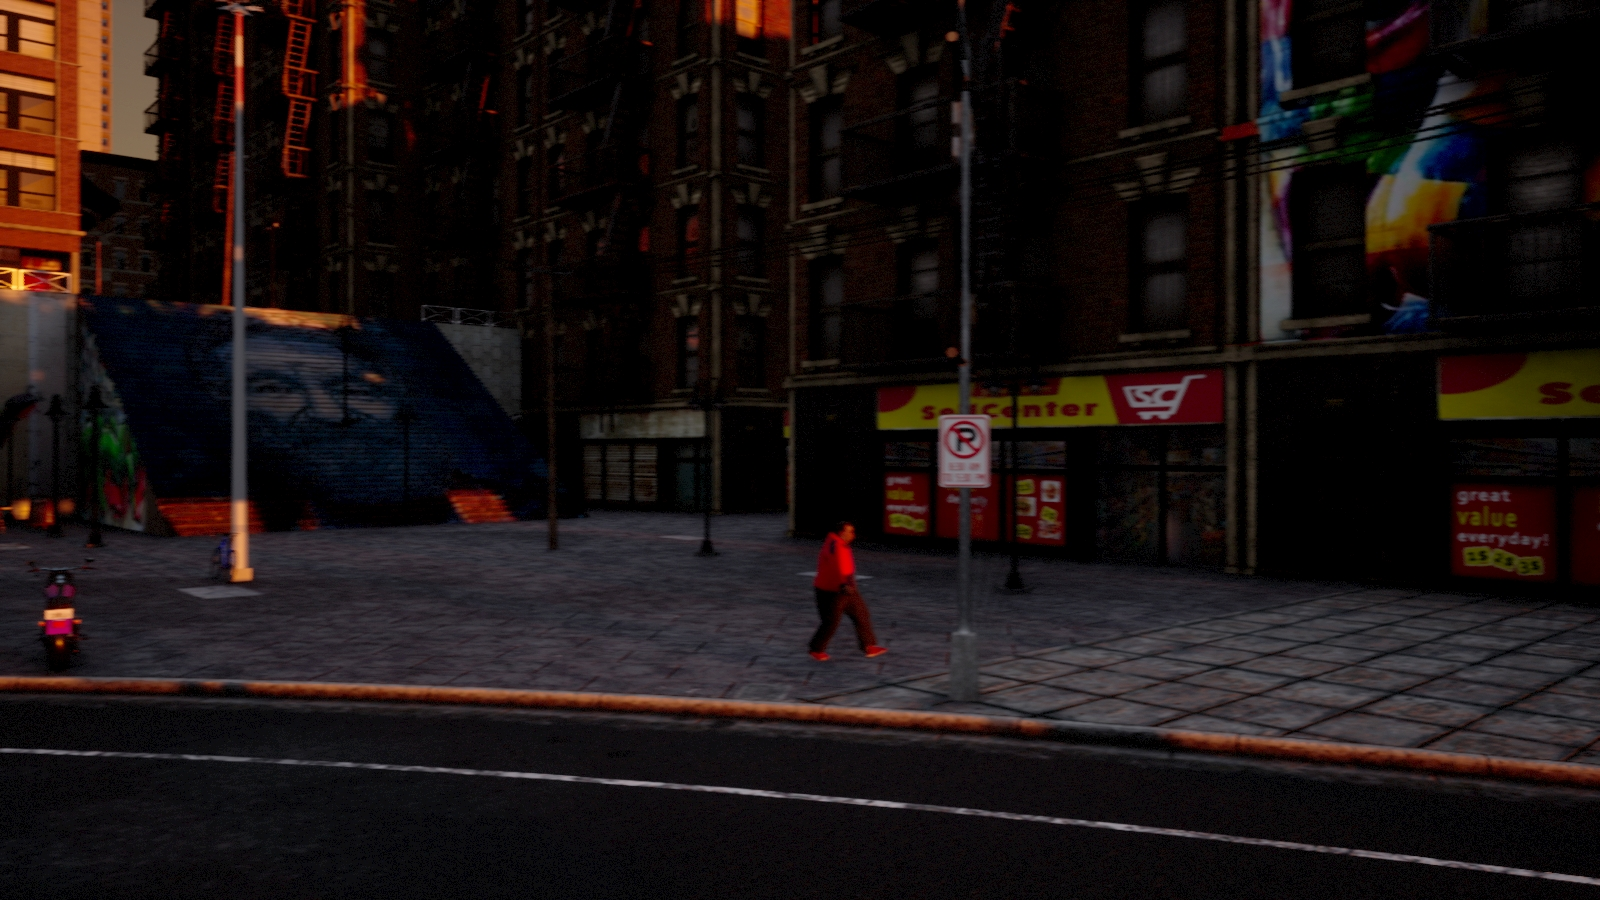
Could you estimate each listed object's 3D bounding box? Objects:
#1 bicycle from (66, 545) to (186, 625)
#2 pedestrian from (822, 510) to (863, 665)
[{"bbox_3d":[-10.986,2.192,18.649,1.643,1.196,0.373,0,1,-14],"label":"bicycle"},{"bbox_3d":[0.528,1.684,14.124,0.375,1.860,0.375,0,0,29],"label":"pedestrian"}]
